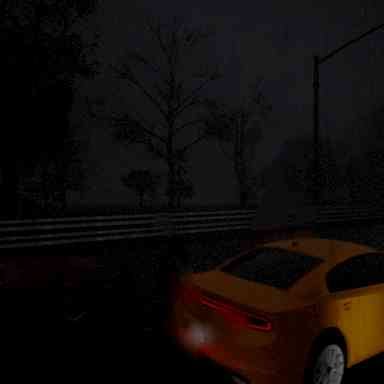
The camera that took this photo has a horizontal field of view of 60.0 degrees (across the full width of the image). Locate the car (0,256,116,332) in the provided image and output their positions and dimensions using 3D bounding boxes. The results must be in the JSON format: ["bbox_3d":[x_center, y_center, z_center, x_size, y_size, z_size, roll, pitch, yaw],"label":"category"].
[{"bbox_3d":[-3.715,1.601,5.352,4.718,1.301,1.895,0,0,-35],"label":"car"}]

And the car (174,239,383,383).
[{"bbox_3d":[2.126,1.478,5.108,5.008,1.535,1.882,1,-1,-34],"label":"car"}]
